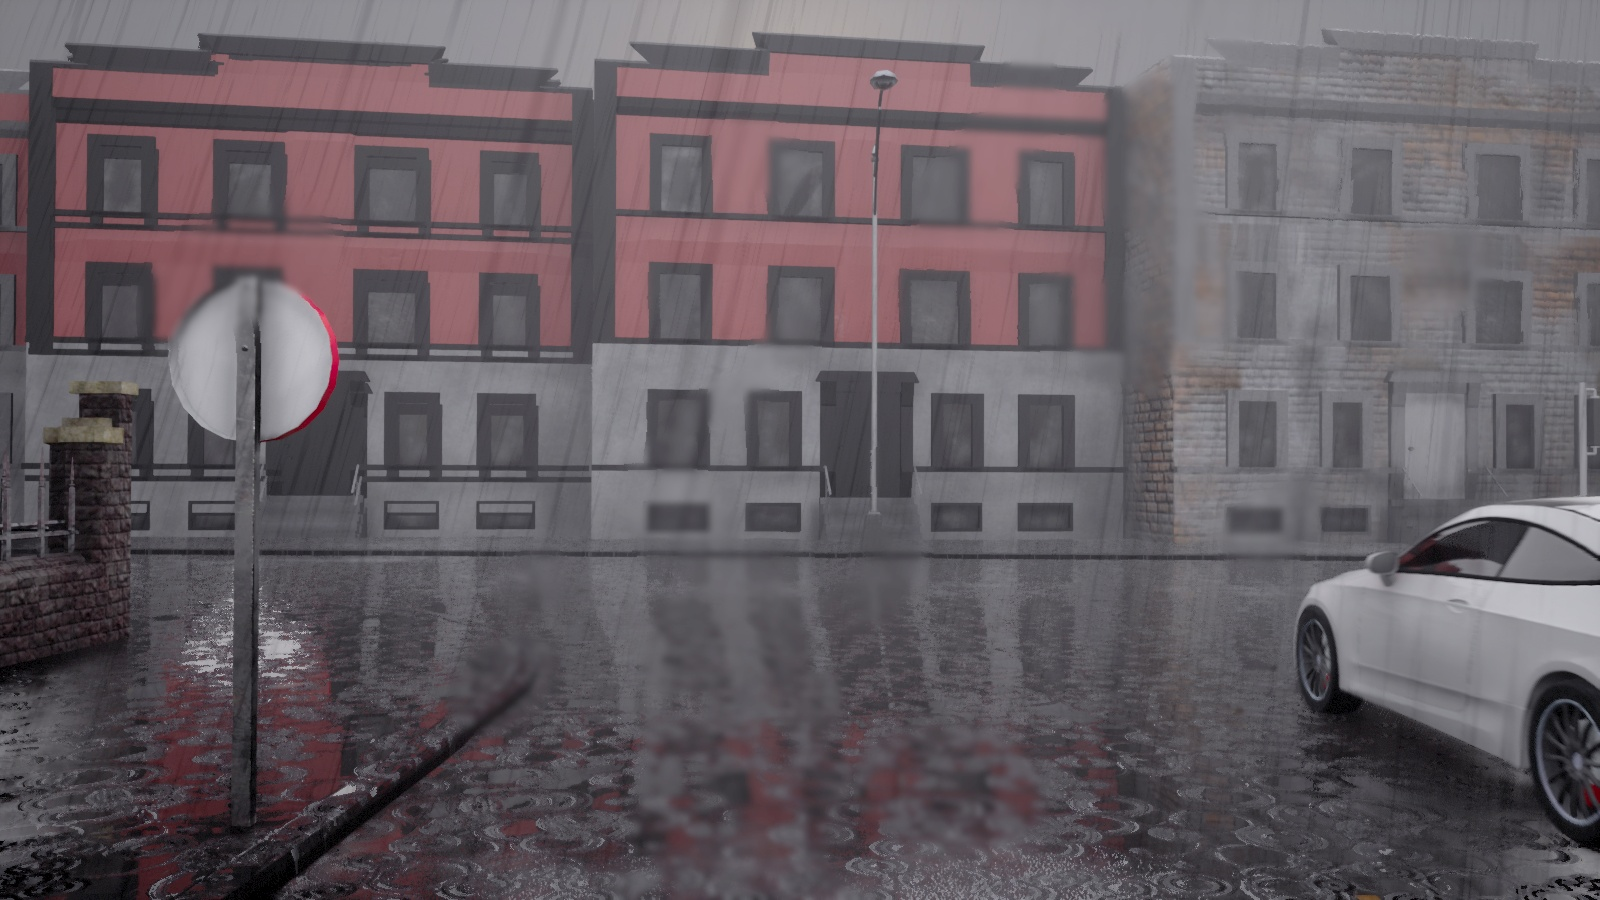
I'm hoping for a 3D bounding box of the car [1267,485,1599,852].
[{"bbox_3d":[4.200,0.935,6.655,1.812,1.442,4.674,0,-1,2],"label":"car"}]
